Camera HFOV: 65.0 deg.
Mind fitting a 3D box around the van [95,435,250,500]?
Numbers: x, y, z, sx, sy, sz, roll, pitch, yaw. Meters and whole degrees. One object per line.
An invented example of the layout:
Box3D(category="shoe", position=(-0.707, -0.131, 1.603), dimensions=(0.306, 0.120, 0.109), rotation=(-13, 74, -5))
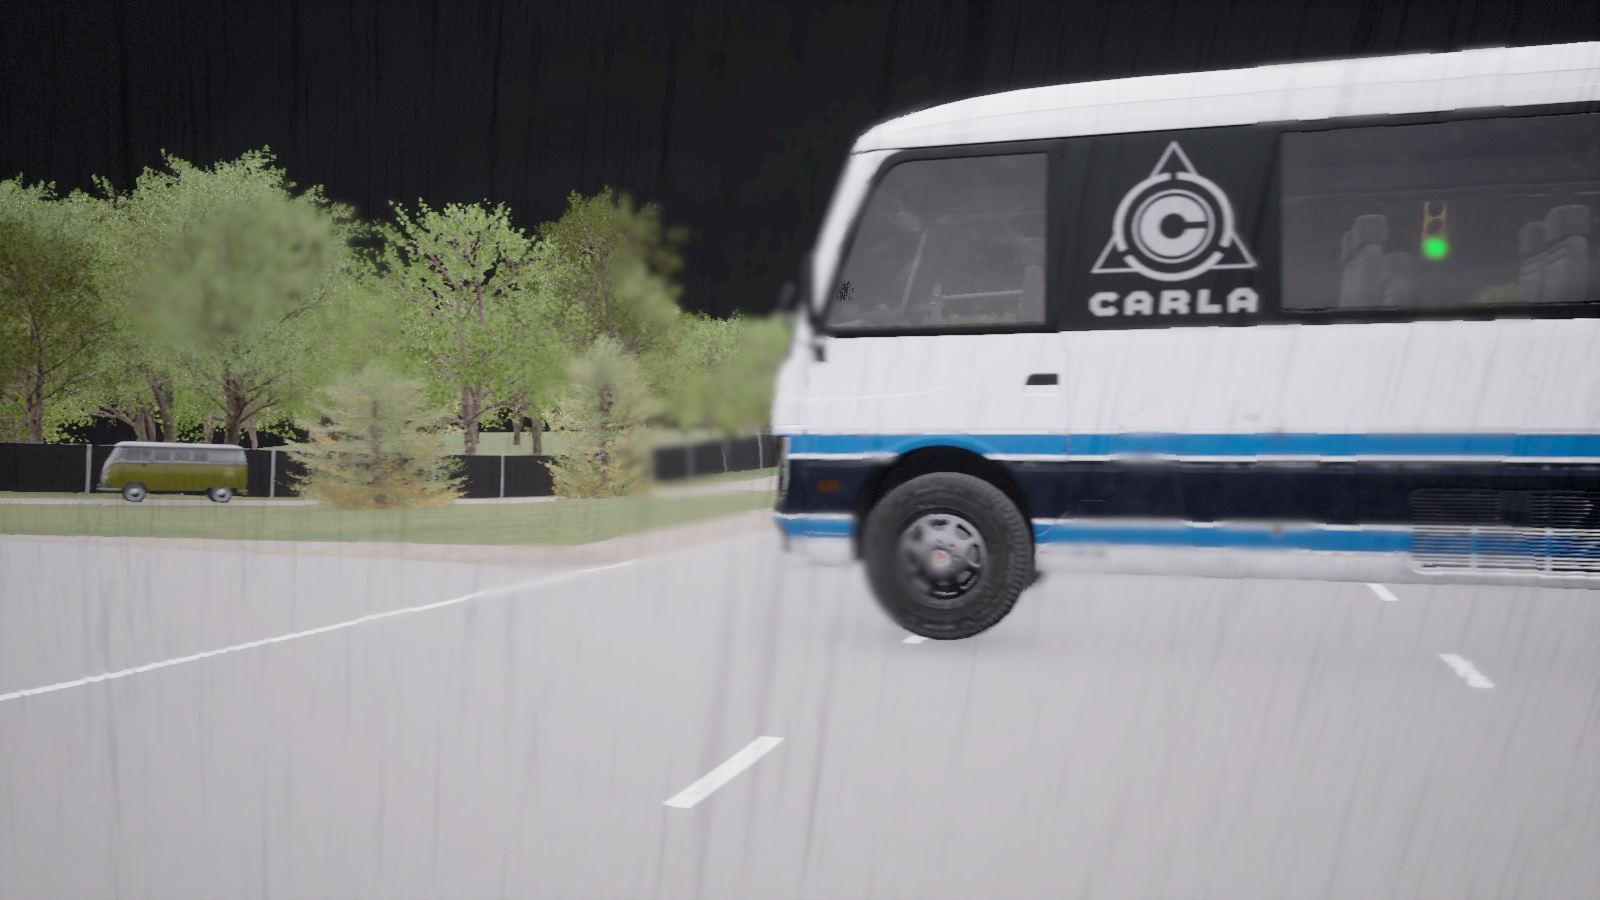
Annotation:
Box3D(category="van", position=(-20.799, 0.589, 41.677), dimensions=(4.442, 1.987, 1.775), rotation=(2, -1, -28))

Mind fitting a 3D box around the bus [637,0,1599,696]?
Box3D(category="bus", position=(4.282, -0.662, 9.793), dimensions=(10.273, 4.253, 3.944), rotation=(1, 0, 17))
